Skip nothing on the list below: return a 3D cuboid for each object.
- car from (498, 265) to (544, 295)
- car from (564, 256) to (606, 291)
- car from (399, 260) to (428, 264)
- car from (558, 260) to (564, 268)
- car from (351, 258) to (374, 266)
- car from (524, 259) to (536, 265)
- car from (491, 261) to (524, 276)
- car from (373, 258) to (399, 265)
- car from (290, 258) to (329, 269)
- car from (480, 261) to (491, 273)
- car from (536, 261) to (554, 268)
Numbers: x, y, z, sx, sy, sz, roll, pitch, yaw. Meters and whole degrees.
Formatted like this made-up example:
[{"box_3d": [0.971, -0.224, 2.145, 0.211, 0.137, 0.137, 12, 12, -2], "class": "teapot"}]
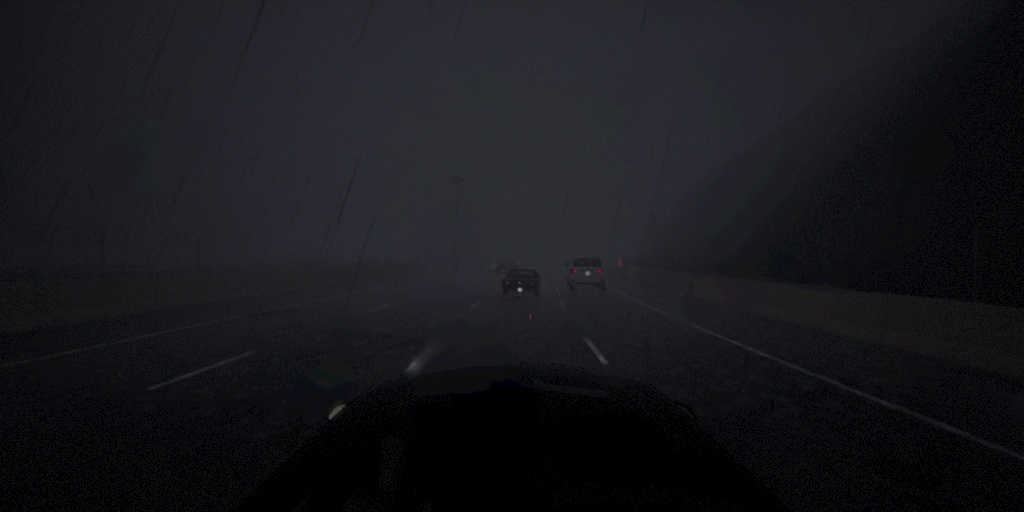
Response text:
[{"box_3d": [0.640, 1.369, 20.030, 1.895, 1.301, 4.718, 1, 0, 6], "class": "car"}, {"box_3d": [4.623, 1.039, 22.937, 2.150, 2.045, 5.566, 0, 0, 7], "class": "car"}, {"box_3d": [-12.497, 1.228, 47.528, 1.895, 1.301, 4.718, 1, 0, 13], "class": "car"}, {"box_3d": [9.428, 1.443, 62.499, 2.033, 1.411, 5.357, 1, 0, 20], "class": "car"}, {"box_3d": [-19.494, 1.037, 48.278, 2.128, 1.511, 4.902, 1, 0, 13], "class": "car"}, {"box_3d": [3.329, 1.302, 65.172, 1.882, 1.535, 5.008, 1, 0, 17], "class": "car"}, {"box_3d": [-0.356, 1.243, 36.887, 1.882, 1.535, 5.008, 0, 0, 11], "class": "car"}, {"box_3d": [-16.023, 1.149, 47.741, 1.994, 1.385, 4.181, 1, 0, 13], "class": "car"}, {"box_3d": [-24.166, 0.978, 42.999, 2.128, 1.511, 4.902, 1, 0, 11], "class": "car"}, {"box_3d": [-2.499, 1.269, 43.569, 1.812, 1.442, 4.674, 0, 0, 13], "class": "car"}, {"box_3d": [6.260, 1.460, 63.695, 1.895, 1.301, 4.718, 1, 0, 18], "class": "car"}]
